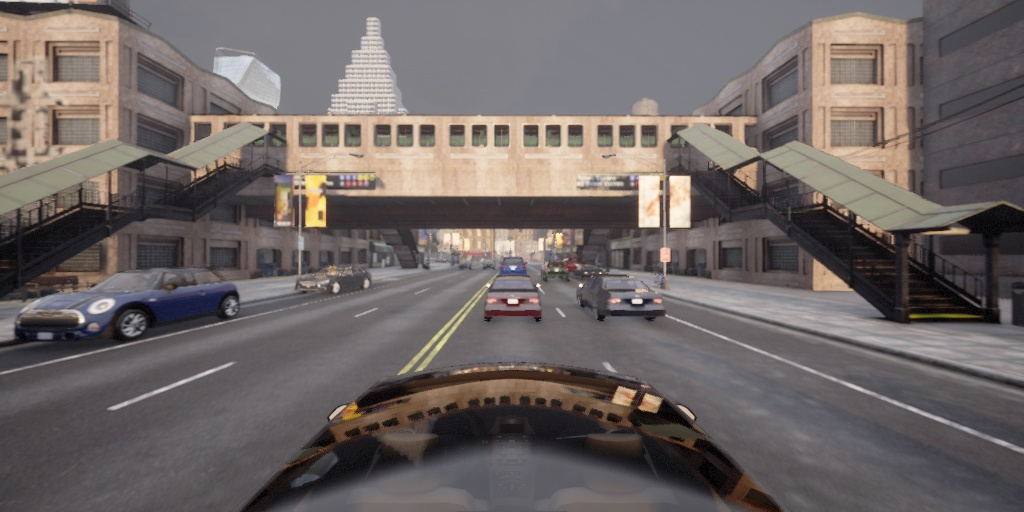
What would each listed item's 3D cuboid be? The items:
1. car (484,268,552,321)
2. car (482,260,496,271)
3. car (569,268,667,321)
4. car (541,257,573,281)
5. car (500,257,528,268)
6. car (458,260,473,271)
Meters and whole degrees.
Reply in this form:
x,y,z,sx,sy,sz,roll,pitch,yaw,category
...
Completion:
x,y,z,sx,sy,sz,roll,pitch,yaw,category
0.044,1.333,12.633,2.033,1.411,5.357,0,0,0,car
-3.451,1.428,54.332,1.837,1.490,4.892,0,-1,0,car
3.545,1.333,12.607,2.033,1.411,5.357,0,0,1,car
3.639,1.196,31.021,2.097,1.767,4.553,0,0,1,car
0.126,1.067,30.336,2.150,2.045,5.566,0,0,1,car
-6.949,1.428,54.308,1.837,1.490,4.892,0,-1,0,car
